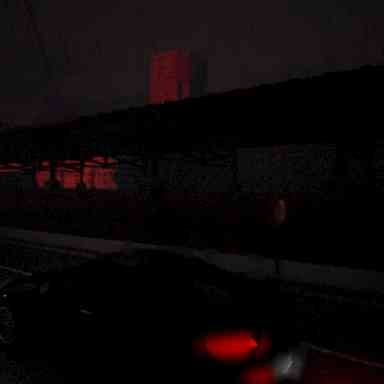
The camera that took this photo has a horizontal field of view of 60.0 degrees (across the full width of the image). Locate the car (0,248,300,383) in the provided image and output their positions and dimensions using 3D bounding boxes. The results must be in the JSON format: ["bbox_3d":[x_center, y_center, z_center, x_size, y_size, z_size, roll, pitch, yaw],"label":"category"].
[{"bbox_3d":[-0.922,1.542,4.648,4.674,1.442,1.812,0,0,35],"label":"car"}]
